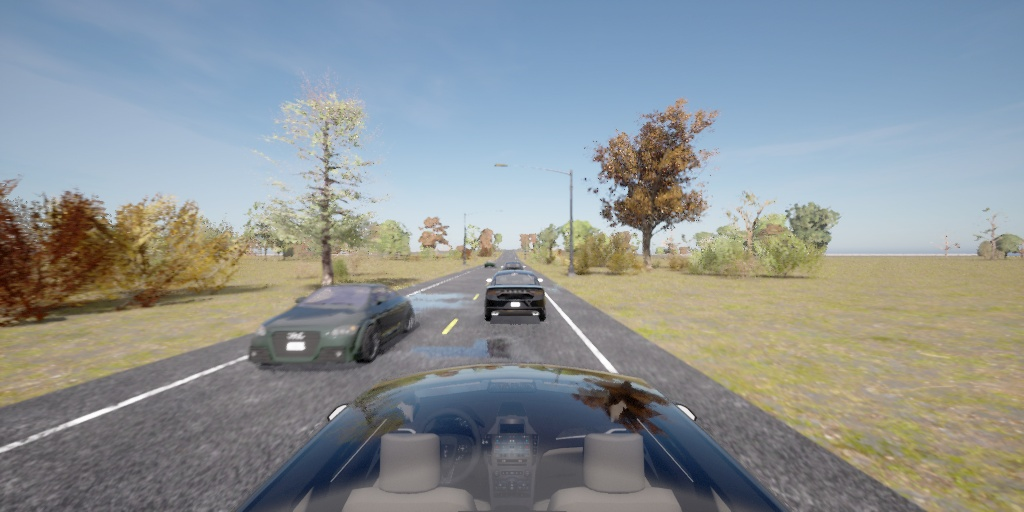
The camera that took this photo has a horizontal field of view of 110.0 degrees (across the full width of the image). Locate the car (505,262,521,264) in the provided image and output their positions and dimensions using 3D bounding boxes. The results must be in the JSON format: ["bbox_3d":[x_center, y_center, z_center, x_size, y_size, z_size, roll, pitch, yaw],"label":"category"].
[{"bbox_3d":[0.101,1.250,31.055,1.837,1.490,4.892,0,0,0],"label":"car"}]

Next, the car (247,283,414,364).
[{"bbox_3d":[-3.599,1.314,7.959,1.994,1.385,4.181,0,0,0],"label":"car"}]

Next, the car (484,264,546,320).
[{"bbox_3d":[0.100,1.227,12.676,1.882,1.535,5.008,0,0,0],"label":"car"}]

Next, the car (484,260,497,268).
[{"bbox_3d":[-3.507,1.332,58.325,1.895,1.301,4.718,0,0,0],"label":"car"}]
